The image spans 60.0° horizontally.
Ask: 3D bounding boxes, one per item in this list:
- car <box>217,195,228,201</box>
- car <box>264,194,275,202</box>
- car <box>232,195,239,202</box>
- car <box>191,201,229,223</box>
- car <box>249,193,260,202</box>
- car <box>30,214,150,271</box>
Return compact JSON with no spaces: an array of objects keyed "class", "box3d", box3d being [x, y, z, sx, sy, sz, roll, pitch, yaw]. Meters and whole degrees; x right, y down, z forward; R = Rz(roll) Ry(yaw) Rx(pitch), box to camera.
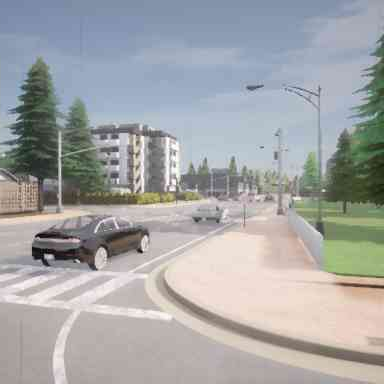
[{"class":"car","box3d":[7.175,1.493,77.971,1.837,1.490,4.892,0,0,18]},{"class":"car","box3d":[18.175,1.326,77.926,2.097,1.767,4.553,0,0,18]},{"class":"car","box3d":[10.498,1.518,76.872,2.128,1.511,4.902,0,0,18]},{"class":"car","box3d":[1.518,1.615,25.385,1.895,1.301,4.718,0,0,18]},{"class":"car","box3d":[14.857,1.196,79.041,2.150,2.045,5.566,0,0,18]},{"class":"car","box3d":[-3.025,1.493,11.057,2.128,1.511,4.902,0,0,18]}]
